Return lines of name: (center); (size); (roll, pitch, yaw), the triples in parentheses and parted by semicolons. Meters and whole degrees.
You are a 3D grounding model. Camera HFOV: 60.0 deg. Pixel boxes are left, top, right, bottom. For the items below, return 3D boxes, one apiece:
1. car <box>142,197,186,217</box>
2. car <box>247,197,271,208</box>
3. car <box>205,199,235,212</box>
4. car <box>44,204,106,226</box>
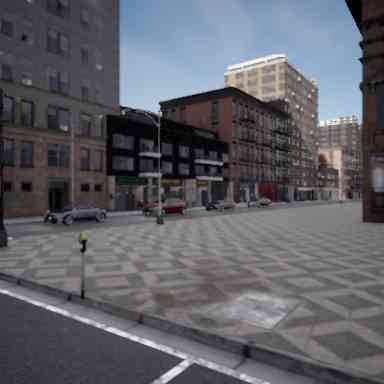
car: (-2.525, 1.308, 30.917); (2.097, 1.767, 4.553); (0, 0, 36)
car: (9.557, 1.468, 47.238); (2.128, 1.511, 4.902); (0, 0, 37)
car: (3.330, 1.528, 38.860); (1.994, 1.385, 4.181); (0, 0, 36)
car: (-8.110, 1.515, 23.342); (1.994, 1.385, 4.181); (0, 0, 36)
